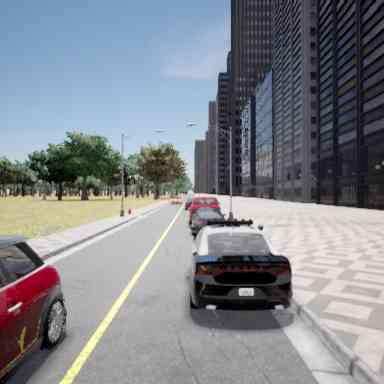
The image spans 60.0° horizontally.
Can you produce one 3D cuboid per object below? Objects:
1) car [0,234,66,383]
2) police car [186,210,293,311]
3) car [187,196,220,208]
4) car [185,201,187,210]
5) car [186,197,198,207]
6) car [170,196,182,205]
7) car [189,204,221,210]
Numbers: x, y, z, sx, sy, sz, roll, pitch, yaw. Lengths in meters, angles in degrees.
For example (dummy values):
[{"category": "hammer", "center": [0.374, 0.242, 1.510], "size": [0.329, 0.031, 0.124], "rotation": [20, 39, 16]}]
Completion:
[{"category": "car", "center": [-2.999, 1.367, 3.237], "size": [2.097, 1.767, 4.553], "rotation": [0, 0, 0]}, {"category": "police car", "center": [0.902, 1.460, 8.094], "size": [1.930, 1.638, 5.238], "rotation": [0, 0, 0]}, {"category": "car", "center": [0.900, 1.317, 24.016], "size": [2.150, 2.045, 5.566], "rotation": [0, 0, 0]}, {"category": "car", "center": [0.026, 1.654, 44.851], "size": [1.837, 1.490, 4.892], "rotation": [0, 0, 1]}, {"category": "car", "center": [0.002, 1.670, 57.890], "size": [2.128, 1.511, 4.902], "rotation": [0, 0, 0]}, {"category": "car", "center": [-2.998, 1.539, 62.709], "size": [2.097, 1.767, 4.553], "rotation": [0, 0, 0]}, {"category": "car", "center": [0.902, 1.598, 17.984], "size": [1.812, 1.442, 4.674], "rotation": [0, 0, 0]}]
